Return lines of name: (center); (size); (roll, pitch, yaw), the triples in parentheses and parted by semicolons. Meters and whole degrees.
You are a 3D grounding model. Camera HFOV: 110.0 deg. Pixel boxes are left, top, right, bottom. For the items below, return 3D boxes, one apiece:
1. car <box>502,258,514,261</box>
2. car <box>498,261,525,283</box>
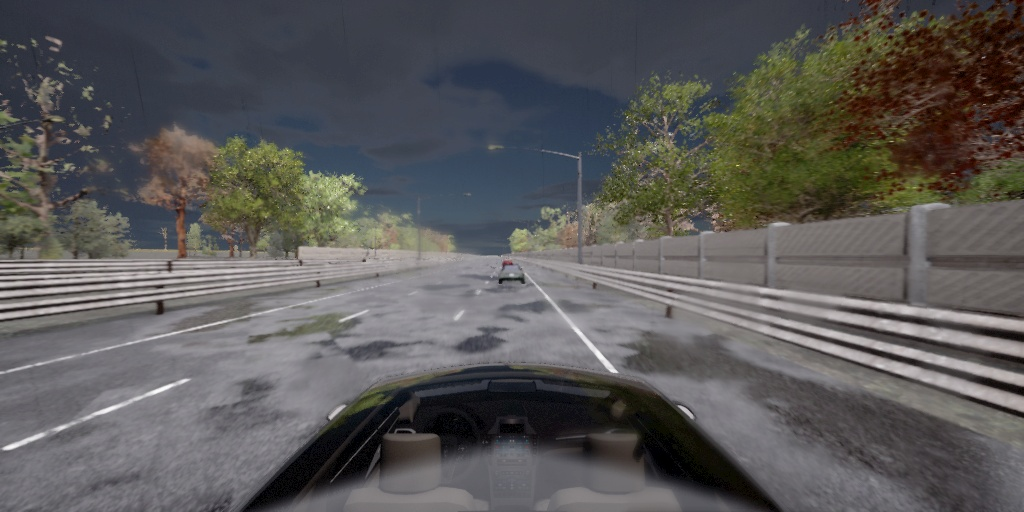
car: (-0.719, 1.116, 62.794); (1.882, 1.535, 5.008); (0, 0, -1)
car: (-0.030, 1.289, 27.256); (1.994, 1.385, 4.181); (0, 0, 0)
